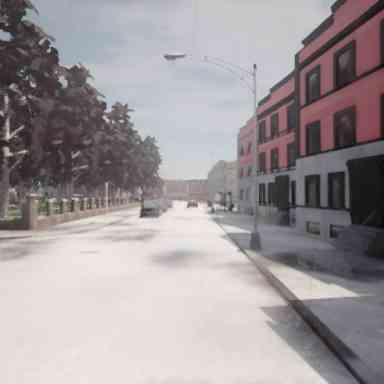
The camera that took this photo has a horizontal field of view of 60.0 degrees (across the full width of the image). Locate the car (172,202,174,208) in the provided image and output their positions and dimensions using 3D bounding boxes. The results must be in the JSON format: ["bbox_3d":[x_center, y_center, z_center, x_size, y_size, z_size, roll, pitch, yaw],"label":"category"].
[{"bbox_3d":[-4.077,1.986,54.180,1.837,1.490,4.892,0,-1,0],"label":"car"}]

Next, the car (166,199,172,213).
[{"bbox_3d":[-4.105,1.936,43.781,2.033,1.411,5.357,0,-1,0],"label":"car"}]

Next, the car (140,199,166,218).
[{"bbox_3d":[-4.105,1.779,33.882,1.882,1.535,5.008,0,-1,0],"label":"car"}]

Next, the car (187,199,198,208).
[{"bbox_3d":[0.100,2.039,57.854,1.812,1.442,4.674,0,-1,0],"label":"car"}]

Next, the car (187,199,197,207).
[{"bbox_3d":[-0.006,2.159,67.984,2.033,1.411,5.357,-1,0,0],"label":"car"}]
